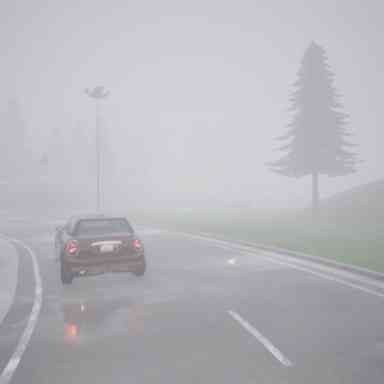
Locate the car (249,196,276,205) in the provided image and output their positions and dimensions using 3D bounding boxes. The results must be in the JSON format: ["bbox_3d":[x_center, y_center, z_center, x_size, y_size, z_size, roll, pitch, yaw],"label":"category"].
[{"bbox_3d":[12.960,1.554,61.068,4.892,1.490,1.837,-1,0,-28],"label":"car"}]

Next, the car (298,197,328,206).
[{"bbox_3d":[19.540,1.512,52.744,4.674,1.442,1.812,0,0,-29],"label":"car"}]

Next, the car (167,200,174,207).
[{"bbox_3d":[-1.615,1.609,53.041,5.008,1.535,1.882,-1,0,-29],"label":"car"}]

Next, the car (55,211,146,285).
[{"bbox_3d":[-2.932,1.395,10.031,2.097,1.767,4.553,0,0,-24],"label":"car"}]

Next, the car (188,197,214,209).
[{"bbox_3d":[2.316,1.595,47.229,4.892,1.490,1.837,-1,0,-29],"label":"car"}]

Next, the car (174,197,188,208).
[{"bbox_3d":[0.277,1.589,50.097,5.008,1.535,1.882,-1,0,-29],"label":"car"}]

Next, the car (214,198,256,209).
[{"bbox_3d":[5.826,1.663,45.175,4.718,1.301,1.895,0,0,-29],"label":"car"}]

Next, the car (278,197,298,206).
[{"bbox_3d":[17.071,1.573,55.368,4.181,1.385,1.994,0,0,-29],"label":"car"}]

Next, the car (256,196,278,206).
[{"bbox_3d":[12.708,1.542,56.962,4.892,1.490,1.837,-2,1,-29],"label":"car"}]
